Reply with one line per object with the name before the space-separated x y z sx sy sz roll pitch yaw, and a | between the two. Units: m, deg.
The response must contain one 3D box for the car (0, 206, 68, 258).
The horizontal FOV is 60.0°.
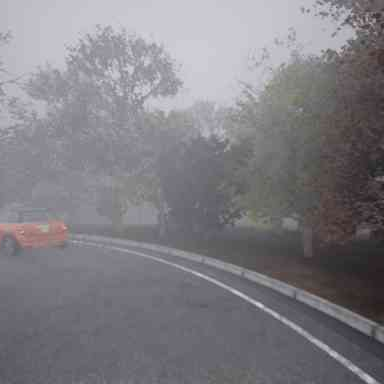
car | -6.985 1.403 13.338 4.553 1.767 2.097 0 0 38
